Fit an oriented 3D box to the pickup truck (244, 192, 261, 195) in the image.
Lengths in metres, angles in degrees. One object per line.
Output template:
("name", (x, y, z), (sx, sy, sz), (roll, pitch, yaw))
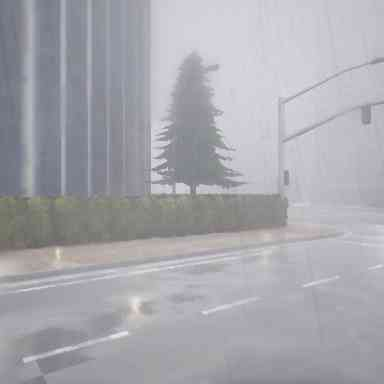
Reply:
("pickup truck", (12.086, 1.056, 65.925), (2.390, 2.098, 6.274), (0, 0, -6))
